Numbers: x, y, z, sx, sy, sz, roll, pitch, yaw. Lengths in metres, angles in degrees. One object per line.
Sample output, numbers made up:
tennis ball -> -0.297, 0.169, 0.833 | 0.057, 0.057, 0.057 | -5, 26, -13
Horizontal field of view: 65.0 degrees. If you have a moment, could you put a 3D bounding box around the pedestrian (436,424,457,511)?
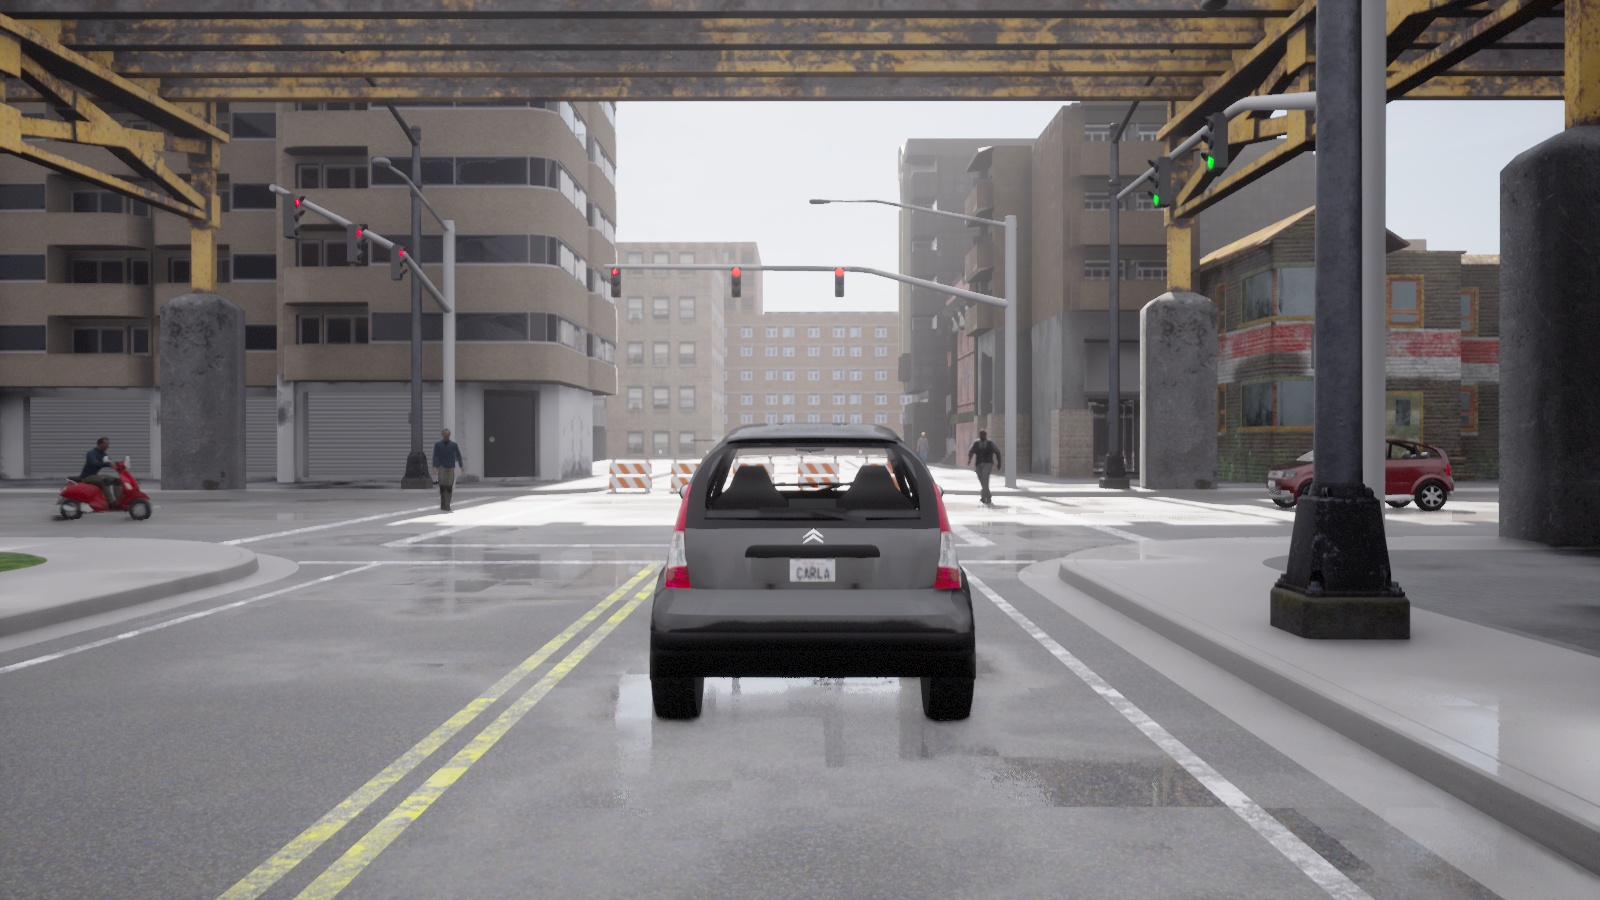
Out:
pedestrian -> -7.597, 0.365, 26.999 | 0.402, 1.842, 0.726 | 0, 0, -15

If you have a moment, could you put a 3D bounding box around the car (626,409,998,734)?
car -> 0.073, 0.592, 8.242 | 1.851, 1.617, 3.988 | 0, 0, 0

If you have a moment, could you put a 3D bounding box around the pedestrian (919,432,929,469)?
pedestrian -> 6.200, 0.016, 62.760 | 0.354, 1.836, 0.706 | 0, 0, -7

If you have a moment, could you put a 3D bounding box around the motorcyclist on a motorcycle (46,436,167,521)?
motorcyclist on a motorcycle -> -13.227, 0.537, 23.986 | 1.817, 1.590, 0.866 | 0, 0, 0

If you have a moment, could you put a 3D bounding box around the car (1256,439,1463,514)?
car -> 12.149, 0.554, 27.425 | 3.705, 1.549, 1.789 | 0, 0, 0

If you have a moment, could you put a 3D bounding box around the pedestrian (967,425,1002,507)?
pedestrian -> 4.302, 0.362, 29.268 | 0.563, 1.883, 0.849 | 0, 0, 28
